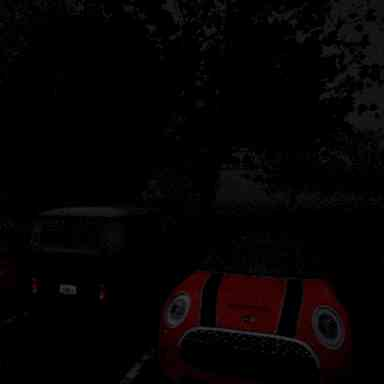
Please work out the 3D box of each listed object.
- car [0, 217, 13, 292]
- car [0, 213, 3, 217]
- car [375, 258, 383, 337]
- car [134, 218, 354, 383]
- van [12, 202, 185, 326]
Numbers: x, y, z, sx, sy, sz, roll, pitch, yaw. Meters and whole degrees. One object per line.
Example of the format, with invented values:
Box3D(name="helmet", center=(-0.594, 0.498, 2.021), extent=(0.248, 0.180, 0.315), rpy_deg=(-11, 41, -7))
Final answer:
Box3D(name="car", center=(-3.727, 1.481, 8.778), extent=(2.163, 1.488, 4.792), rpy_deg=(0, -1, 15))
Box3D(name="car", center=(-6.093, 1.434, 10.653), extent=(1.946, 1.575, 5.366), rpy_deg=(0, -1, 15))
Box3D(name="car", center=(3.505, 1.489, 3.587), extent=(2.097, 1.535, 5.008), rpy_deg=(1, 0, 15))
Box3D(name="car", center=(1.098, 1.353, 5.334), extent=(2.185, 1.767, 4.553), rpy_deg=(1, 0, 16))
Box3D(name="van", center=(-1.296, 1.241, 7.140), extent=(1.878, 1.987, 4.442), rpy_deg=(0, -1, 16))
